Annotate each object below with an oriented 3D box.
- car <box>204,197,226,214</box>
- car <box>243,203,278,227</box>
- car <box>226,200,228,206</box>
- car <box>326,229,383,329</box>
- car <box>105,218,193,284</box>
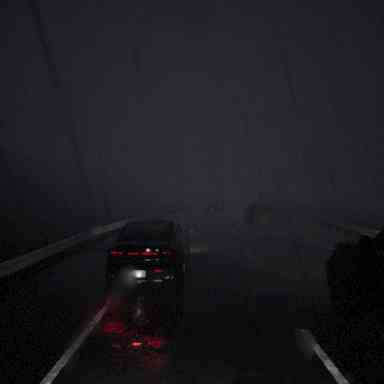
[{"bbox_3d":[2.308,1.521,35.006,1.812,1.442,4.674,0,0,8],"label":"car"},{"bbox_3d":[4.618,1.489,22.625,2.128,1.511,4.902,0,0,5],"label":"car"},{"bbox_3d":[3.853,1.498,46.858,1.837,1.490,4.892,0,0,9],"label":"car"},{"bbox_3d":[3.675,1.220,4.172,2.150,2.045,5.566,0,0,1],"label":"car"},{"bbox_3d":[-1.052,1.504,9.539,1.837,1.490,4.892,0,0,2],"label":"car"}]
